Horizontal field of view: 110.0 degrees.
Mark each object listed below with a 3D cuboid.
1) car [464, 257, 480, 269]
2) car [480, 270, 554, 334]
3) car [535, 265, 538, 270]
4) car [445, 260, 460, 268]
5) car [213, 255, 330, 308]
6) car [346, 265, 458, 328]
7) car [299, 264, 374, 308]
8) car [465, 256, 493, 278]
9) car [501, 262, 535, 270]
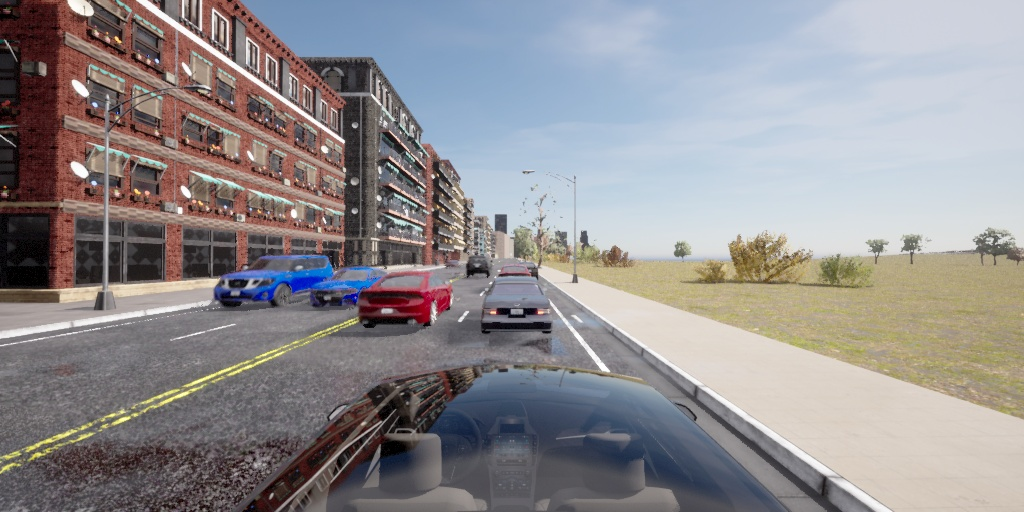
[{"bbox_3d":[-6.450,1.104,58.517,2.097,1.767,4.553,0,0,0],"label":"car"},{"bbox_3d":[0.119,1.299,10.606,2.033,1.411,5.357,0,0,0],"label":"car"},{"bbox_3d":[1.204,1.232,30.584,1.882,1.535,5.008,0,0,0],"label":"car"},{"bbox_3d":[-9.697,1.317,58.831,1.994,1.385,4.181,0,0,0],"label":"car"},{"bbox_3d":[-9.821,0.974,15.498,2.150,2.045,5.566,0,0,0],"label":"car"},{"bbox_3d":[-3.130,1.229,11.463,1.882,1.535,5.008,0,0,0],"label":"car"},{"bbox_3d":[-6.570,1.230,15.293,1.882,1.535,5.008,0,0,0],"label":"car"},{"bbox_3d":[-3.074,0.977,34.485,2.150,2.045,5.566,0,0,0],"label":"car"},{"bbox_3d":[0.147,1.231,21.146,1.882,1.535,5.008,0,0,0],"label":"car"}]
